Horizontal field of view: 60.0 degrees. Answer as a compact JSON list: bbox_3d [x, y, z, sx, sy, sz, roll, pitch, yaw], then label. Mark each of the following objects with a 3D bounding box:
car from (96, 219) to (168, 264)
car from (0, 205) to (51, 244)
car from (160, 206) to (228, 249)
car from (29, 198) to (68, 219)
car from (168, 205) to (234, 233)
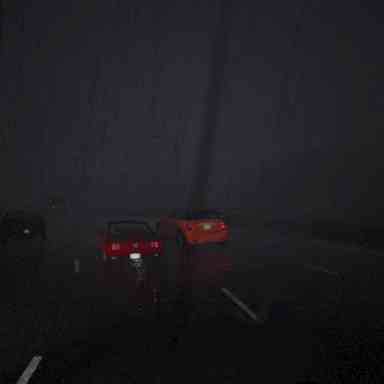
[{"bbox_3d":[-2.518,1.732,12.471,1.895,1.301,4.718,0,-1,-20],"label":"car"},{"bbox_3d":[-8.959,1.703,17.523,1.882,1.535,5.008,0,-1,-31],"label":"car"},{"bbox_3d":[-0.191,1.492,15.667,2.097,1.767,4.553,0,0,-23],"label":"car"},{"bbox_3d":[-14.659,1.630,33.221,5.566,2.045,2.150,-1,-1,36],"label":"car"},{"bbox_3d":[0.427,1.683,22.054,2.128,1.511,4.902,0,-1,-30],"label":"car"}]
